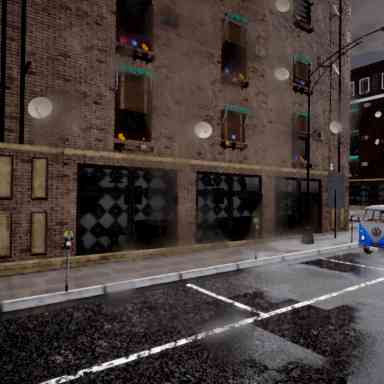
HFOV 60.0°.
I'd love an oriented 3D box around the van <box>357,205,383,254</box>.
[{"bbox_3d":[7.671,1.345,12.104,3.998,1.788,1.690,0,1,-35],"label":"van"}]
